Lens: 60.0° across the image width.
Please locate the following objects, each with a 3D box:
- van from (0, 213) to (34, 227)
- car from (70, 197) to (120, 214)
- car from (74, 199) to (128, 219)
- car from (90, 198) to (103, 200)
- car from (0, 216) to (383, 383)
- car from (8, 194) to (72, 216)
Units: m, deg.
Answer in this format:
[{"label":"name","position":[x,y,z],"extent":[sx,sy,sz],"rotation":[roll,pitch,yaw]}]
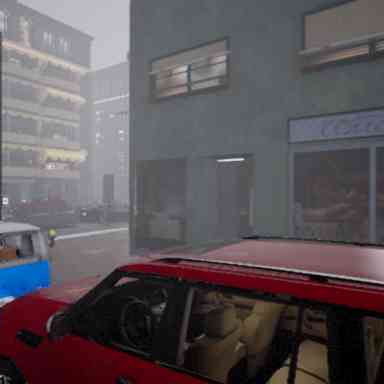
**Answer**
[{"label":"van","position":[-4.228,1.366,5.880],"extent":[3.998,1.788,1.690],"rotation":[0,0,36]},{"label":"car","position":[-9.337,1.280,32.434],"extent":[1.887,1.381,4.507],"rotation":[1,2,35]},{"label":"car","position":[-5.705,1.415,23.027],"extent":[1.947,1.339,4.313],"rotation":[1,2,35]},{"label":"car","position":[-6.140,1.361,26.897],"extent":[1.994,1.385,4.181],"rotation":[0,1,35]},{"label":"car","position":[0.272,1.320,2.670],"extent":[5.009,1.841,2.192],"rotation":[0,0,36]},{"label":"car","position":[-12.537,1.131,27.870],"extent":[2.192,1.841,5.009],"rotation":[1,2,35]}]
